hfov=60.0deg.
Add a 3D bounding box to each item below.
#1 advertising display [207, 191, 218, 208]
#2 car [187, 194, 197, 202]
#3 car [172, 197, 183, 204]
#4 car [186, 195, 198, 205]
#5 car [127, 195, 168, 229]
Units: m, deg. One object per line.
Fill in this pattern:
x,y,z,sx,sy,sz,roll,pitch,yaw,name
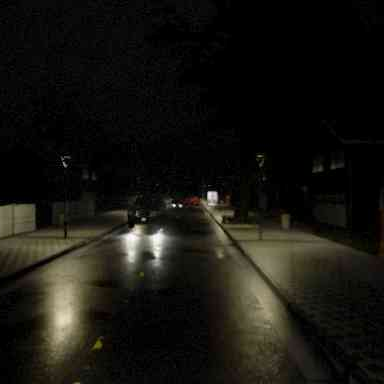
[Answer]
2.986,1.105,48.506,1.540,2.440,0.280,-1,-1,0,advertising display
-0.015,1.355,74.303,2.097,1.767,4.553,0,0,0,car
-2.792,1.660,63.696,1.994,1.385,4.181,0,0,1,car
0.002,1.473,59.895,2.097,1.767,4.553,0,0,0,car
-2.855,1.260,22.400,2.150,2.045,5.566,0,0,0,car
